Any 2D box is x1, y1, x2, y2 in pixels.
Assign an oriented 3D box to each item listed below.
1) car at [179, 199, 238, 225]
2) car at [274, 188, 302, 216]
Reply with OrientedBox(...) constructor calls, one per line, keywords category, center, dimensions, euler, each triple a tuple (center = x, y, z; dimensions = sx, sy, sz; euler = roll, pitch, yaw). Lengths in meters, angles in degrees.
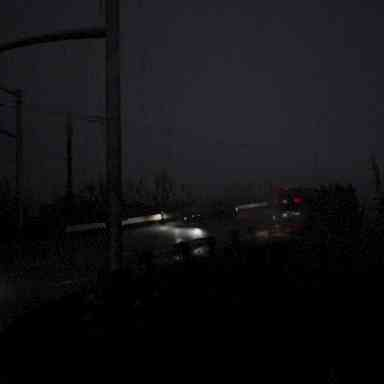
OrientedBox(category="car", center=(1.168, 1.251, 22.119), dimensions=(1.837, 1.490, 4.892), euler=(-1, 2, 41))
OrientedBox(category="car", center=(8.110, 0.677, 24.571), dimensions=(2.150, 2.045, 5.566), euler=(-1, 1, 42))
